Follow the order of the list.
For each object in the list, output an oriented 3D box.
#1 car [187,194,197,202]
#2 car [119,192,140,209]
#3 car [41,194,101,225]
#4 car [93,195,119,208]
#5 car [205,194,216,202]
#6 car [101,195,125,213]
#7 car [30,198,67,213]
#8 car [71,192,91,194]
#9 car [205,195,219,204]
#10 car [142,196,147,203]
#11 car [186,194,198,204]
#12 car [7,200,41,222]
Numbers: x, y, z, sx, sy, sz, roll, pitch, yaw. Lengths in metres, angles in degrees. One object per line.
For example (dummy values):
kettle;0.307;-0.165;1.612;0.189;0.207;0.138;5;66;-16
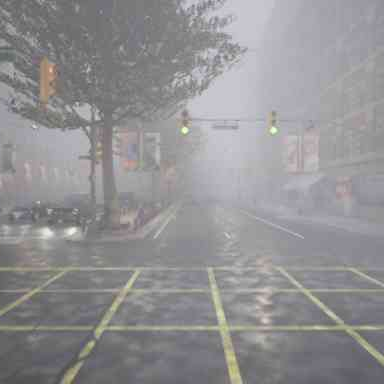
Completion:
car;-0.024;1.112;63.726;1.837;1.490;4.892;0;0;0
car;-8.015;0.967;41.218;2.150;2.045;5.566;0;0;0
car;-8.088;1.211;22.718;2.097;1.767;4.553;0;0;0
car;-11.516;1.214;44.843;2.128;1.511;4.902;0;0;0
car;3.476;1.171;63.728;1.994;1.385;4.181;0;0;0
car;-8.035;1.330;31.603;1.812;1.442;4.674;0;0;1
car;-14.762;1.381;34.524;1.895;1.301;4.718;0;0;0
car;-11.512;1.008;34.404;2.150;2.045;5.566;0;0;0
car;3.480;1.210;54.727;2.033;1.411;5.357;0;0;0
car;-8.019;1.249;51.035;1.994;1.385;4.181;0;0;0
car;-0.020;1.213;54.264;2.033;1.411;5.357;0;0;0
car;-11.576;1.339;24.486;2.128;1.511;4.902;0;0;0
